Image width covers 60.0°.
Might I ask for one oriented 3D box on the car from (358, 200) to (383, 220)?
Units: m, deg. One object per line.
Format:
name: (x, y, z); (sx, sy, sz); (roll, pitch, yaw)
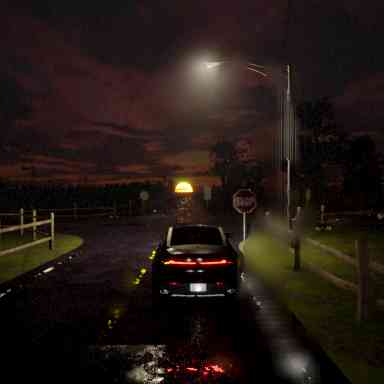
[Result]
car: (14.740, 1.227, 24.334); (4.892, 1.490, 1.837); (-1, 0, 1)

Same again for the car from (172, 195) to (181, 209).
car: (-2.902, 1.543, 44.693); (1.837, 1.490, 4.892); (0, 1, 0)

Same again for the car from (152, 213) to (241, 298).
car: (0.059, 1.506, 8.526); (1.837, 1.490, 4.892); (0, 0, -1)

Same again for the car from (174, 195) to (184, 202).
car: (-2.849, 1.419, 72.617); (1.882, 1.535, 5.008); (0, 0, 0)

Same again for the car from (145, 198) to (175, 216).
car: (-3.239, 1.589, 32.814); (1.994, 1.385, 4.181); (0, 0, 6)

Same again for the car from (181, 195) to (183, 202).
car: (-2.905, 1.570, 58.479); (1.837, 1.490, 4.892); (0, 0, 0)
